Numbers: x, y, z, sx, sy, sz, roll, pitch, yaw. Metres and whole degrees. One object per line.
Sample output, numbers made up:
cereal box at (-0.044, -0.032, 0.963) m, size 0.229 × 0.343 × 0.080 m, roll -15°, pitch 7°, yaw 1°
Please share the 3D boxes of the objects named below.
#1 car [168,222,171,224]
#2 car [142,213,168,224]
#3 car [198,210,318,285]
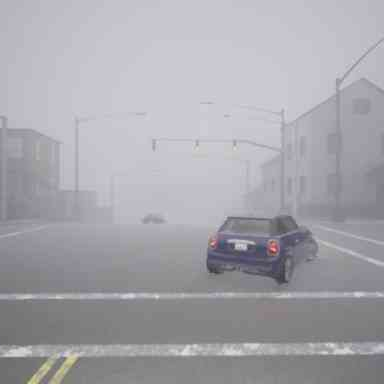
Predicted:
car at (-3.721, 4.299, 42.192) m, size 1.837 × 1.490 × 4.892 m, roll 0°, pitch -13°, yaw -1°
car at (-3.629, 2.710, 31.977) m, size 1.895 × 1.301 × 4.718 m, roll 0°, pitch -9°, yaw 0°
car at (2.277, 1.372, 10.015) m, size 2.097 × 1.767 × 4.553 m, roll 1°, pitch 0°, yaw 30°
